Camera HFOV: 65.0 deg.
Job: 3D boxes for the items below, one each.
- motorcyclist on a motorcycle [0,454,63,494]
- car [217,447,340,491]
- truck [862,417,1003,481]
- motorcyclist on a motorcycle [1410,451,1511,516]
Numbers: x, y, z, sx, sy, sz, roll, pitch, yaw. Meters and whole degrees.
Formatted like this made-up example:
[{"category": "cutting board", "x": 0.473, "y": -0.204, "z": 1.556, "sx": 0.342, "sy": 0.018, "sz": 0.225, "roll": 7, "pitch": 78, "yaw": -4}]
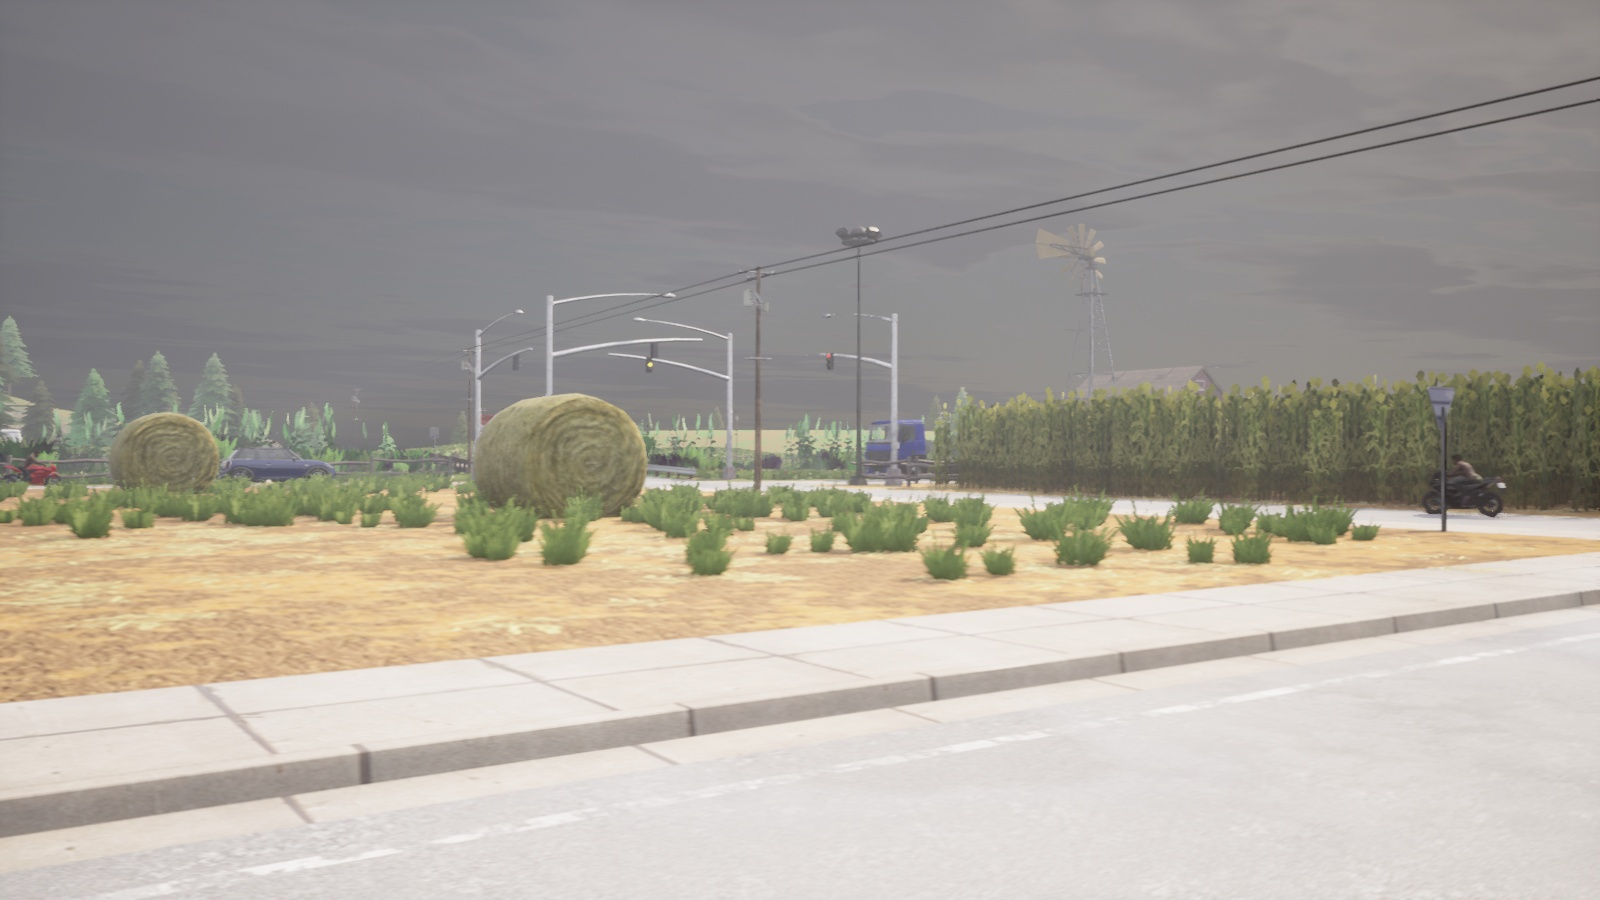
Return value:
[{"category": "motorcyclist on a motorcycle", "x": -29.568, "y": 0.900, "z": 48.325, "sx": 2.044, "sy": 1.523, "sz": 0.797, "roll": 0, "pitch": 0, "yaw": -31}, {"category": "car", "x": -21.950, "y": 0.771, "z": 52.906, "sx": 4.553, "sy": 1.767, "sz": 2.097, "roll": 0, "pitch": 0, "yaw": -31}, {"category": "truck", "x": 7.541, "y": -0.052, "z": 70.910, "sx": 7.936, "sy": 3.462, "sz": 2.891, "roll": 0, "pitch": 0, "yaw": -34}, {"category": "motorcyclist on a motorcycle", "x": 16.065, "y": 0.795, "z": 30.592, "sx": 0.797, "sy": 1.523, "sz": 2.044, "roll": 0, "pitch": 0, "yaw": -34}]
